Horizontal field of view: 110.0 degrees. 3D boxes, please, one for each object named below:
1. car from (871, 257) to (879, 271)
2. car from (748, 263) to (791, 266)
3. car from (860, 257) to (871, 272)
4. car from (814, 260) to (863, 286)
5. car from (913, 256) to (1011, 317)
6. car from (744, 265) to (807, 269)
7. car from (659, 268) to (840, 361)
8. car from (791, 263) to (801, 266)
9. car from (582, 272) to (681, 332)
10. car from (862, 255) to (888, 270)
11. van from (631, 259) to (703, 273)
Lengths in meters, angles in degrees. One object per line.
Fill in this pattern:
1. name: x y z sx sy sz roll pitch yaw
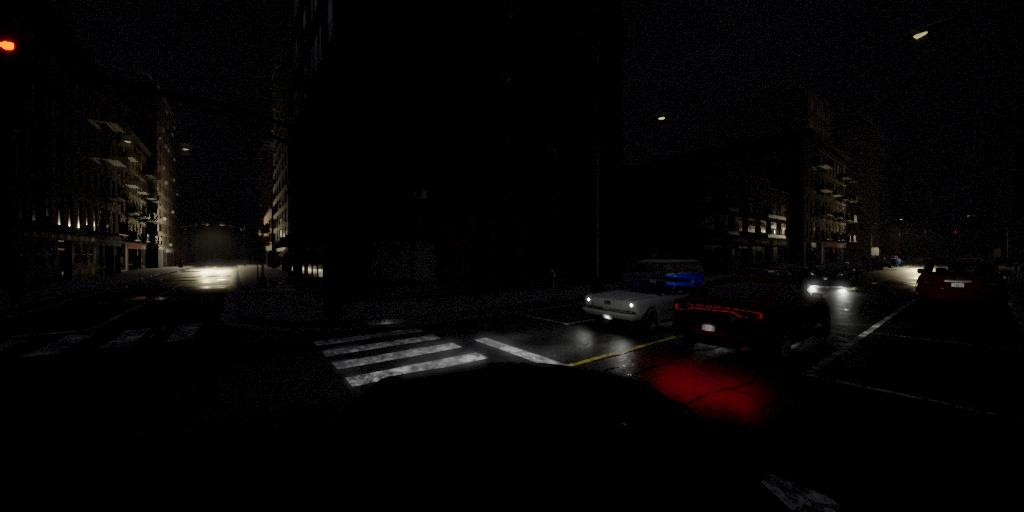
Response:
1. car: 41.384 1.113 42.446 4.313 1.339 1.948 0 0 -37
2. car: 15.624 1.222 22.733 4.313 1.339 1.948 0 0 -37
3. car: 37.091 1.116 39.161 4.403 1.370 2.007 0 0 -37
4. car: 21.749 1.171 24.183 4.674 1.442 1.812 0 0 -37
5. car: 16.263 1.014 13.008 5.009 1.841 2.192 0 0 -37
6. car: 12.319 1.285 16.982 4.718 1.301 1.895 0 0 -38
7. car: 5.701 1.205 8.325 5.008 1.535 1.882 0 0 -37
8. car: 19.918 1.183 26.019 4.507 1.381 1.888 0 0 -37
9. car: 4.362 1.318 10.885 4.718 1.301 1.895 0 0 -35
10. car: 45.677 0.844 45.732 5.009 1.841 2.192 0 0 -37
11. van: 7.038 1.032 16.162 3.998 1.789 1.690 0 0 -37
